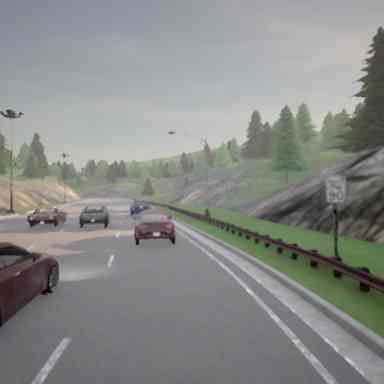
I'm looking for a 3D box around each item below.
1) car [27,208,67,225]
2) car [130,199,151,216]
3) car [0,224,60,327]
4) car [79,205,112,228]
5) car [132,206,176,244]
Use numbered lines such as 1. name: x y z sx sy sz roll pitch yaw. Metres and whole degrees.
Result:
1. car: -10.548 1.800 24.641 1.895 1.301 4.718 0 0 -11
2. car: -5.404 1.560 34.923 2.097 1.767 4.553 0 0 -11
3. car: -3.897 1.585 5.925 1.812 1.442 4.674 0 0 -5
4. car: -6.841 1.658 23.825 2.128 1.511 4.902 0 0 -11
5. car: -1.890 1.618 16.293 1.812 1.442 4.674 0 0 -10
